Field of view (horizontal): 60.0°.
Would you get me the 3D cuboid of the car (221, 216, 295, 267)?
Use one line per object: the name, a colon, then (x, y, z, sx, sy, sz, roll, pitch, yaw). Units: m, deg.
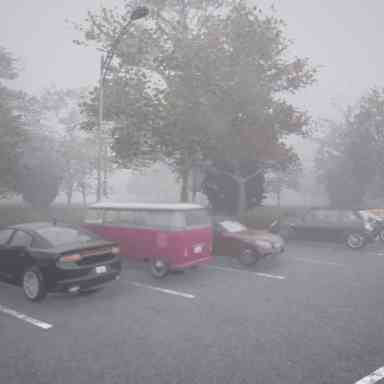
car: (0.930, 1.592, 11.790, 4.674, 1.452, 2.002, -1, -1, 35)

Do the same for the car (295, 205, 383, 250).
car: (5.847, 1.474, 15.143, 4.553, 1.767, 2.185, -1, -1, 35)

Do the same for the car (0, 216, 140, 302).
car: (-3.934, 1.498, 8.372, 5.008, 1.535, 2.097, -1, -1, 35)

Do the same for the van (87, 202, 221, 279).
van: (-1.606, 1.301, 10.154, 4.442, 1.987, 1.878, -1, -1, 35)
